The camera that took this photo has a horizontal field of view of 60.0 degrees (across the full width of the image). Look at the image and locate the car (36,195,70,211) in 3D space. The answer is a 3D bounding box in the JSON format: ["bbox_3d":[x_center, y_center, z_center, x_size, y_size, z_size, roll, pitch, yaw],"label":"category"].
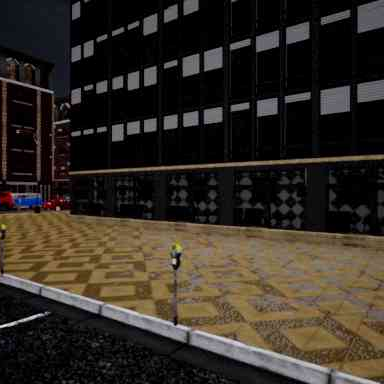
[{"bbox_3d":[-13.475,1.268,35.072,1.887,1.381,4.507,1,1,35],"label":"car"}]

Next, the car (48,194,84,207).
[{"bbox_3d":[-16.716,1.078,44.196,1.967,1.590,4.097,1,1,35],"label":"car"}]

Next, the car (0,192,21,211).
[{"bbox_3d":[-21.009,1.001,33.738,2.150,2.045,5.566,0,1,35],"label":"car"}]

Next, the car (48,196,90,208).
[{"bbox_3d":[-15.350,1.257,41.866,1.895,1.301,4.718,0,1,35],"label":"car"}]

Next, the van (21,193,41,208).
[{"bbox_3d":[-19.951,1.048,39.556,1.690,1.788,3.998,1,1,35],"label":"van"}]
